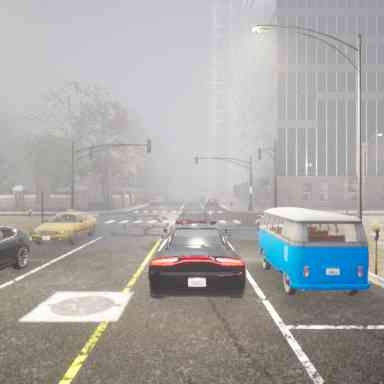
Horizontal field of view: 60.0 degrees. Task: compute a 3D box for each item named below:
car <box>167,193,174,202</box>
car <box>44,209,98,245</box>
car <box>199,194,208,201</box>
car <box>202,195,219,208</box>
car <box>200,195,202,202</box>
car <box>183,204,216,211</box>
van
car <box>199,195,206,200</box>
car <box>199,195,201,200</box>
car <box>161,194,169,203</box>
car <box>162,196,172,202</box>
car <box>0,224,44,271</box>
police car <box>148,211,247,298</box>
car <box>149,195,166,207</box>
[{"bbox_3d":[-5.608,1.276,69.271,2.192,1.841,5.009,0,0,0],"label":"car"},{"bbox_3d":[-5.801,1.518,15.651,1.752,1.417,4.829,0,0,0],"label":"car"},{"bbox_3d":[2.786,1.388,80.620,1.967,1.590,4.097,0,0,0],"label":"car"},{"bbox_3d":[2.746,1.416,46.534,1.967,1.590,4.097,0,0,0],"label":"car"},{"bbox_3d":[2.752,1.538,52.214,1.947,1.339,4.313,0,0,0],"label":"car"},{"bbox_3d":[0.119,1.555,17.556,1.994,1.385,4.181,0,0,0],"label":"car"},{"bbox_3d":[2.783,1.337,8.408,1.690,1.788,3.998,0,0,0],"label":"van"},{"bbox_3d":[2.799,1.452,92.156,1.752,1.417,4.829,0,0,0],"label":"car"},{"bbox_3d":[2.778,1.521,74.939,1.947,1.339,4.313,0,0,0],"label":"car"},{"bbox_3d":[-5.623,1.520,57.904,2.008,1.369,4.403,0,0,0],"label":"car"},{"bbox_3d":[-5.603,1.537,74.953,1.802,1.307,4.206,0,0,0],"label":"car"},{"bbox_3d":[-5.761,1.562,8.417,1.947,1.339,4.313,0,0,0],"label":"car"},{"bbox_3d":[0.106,1.501,8.593,2.038,1.542,4.974,0,0,0],"label":"police car"},{"bbox_3d":[-5.629,1.517,52.222,1.887,1.381,4.507,0,0,0],"label":"car"}]
